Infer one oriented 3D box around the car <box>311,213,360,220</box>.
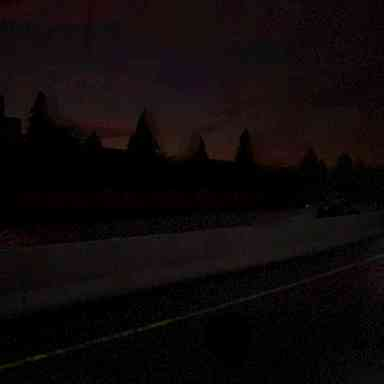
[{"bbox_3d":[9.847,1.570,22.720,2.033,1.411,5.357,0,0,43],"label":"car"}]
